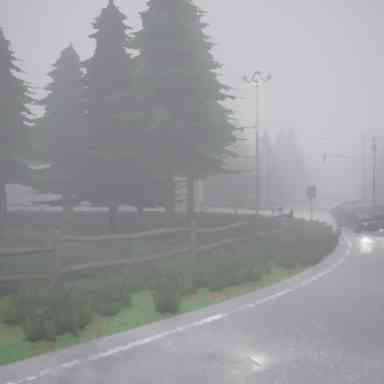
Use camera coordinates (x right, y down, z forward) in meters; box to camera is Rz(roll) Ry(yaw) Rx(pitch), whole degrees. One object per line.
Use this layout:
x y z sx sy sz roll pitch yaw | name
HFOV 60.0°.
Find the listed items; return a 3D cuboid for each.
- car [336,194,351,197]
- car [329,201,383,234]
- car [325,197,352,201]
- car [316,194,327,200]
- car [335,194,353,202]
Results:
27.744 1.305 62.114 1.994 1.385 4.181 0 0 8 | car
9.622 1.475 18.871 2.033 1.411 5.357 0 0 8 | car
12.996 1.425 26.996 1.812 1.442 4.674 0 0 -5 | car
30.673 1.178 80.701 1.882 1.535 5.008 0 0 -18 | car
31.907 1.217 70.006 1.837 1.490 4.892 0 0 2 | car
